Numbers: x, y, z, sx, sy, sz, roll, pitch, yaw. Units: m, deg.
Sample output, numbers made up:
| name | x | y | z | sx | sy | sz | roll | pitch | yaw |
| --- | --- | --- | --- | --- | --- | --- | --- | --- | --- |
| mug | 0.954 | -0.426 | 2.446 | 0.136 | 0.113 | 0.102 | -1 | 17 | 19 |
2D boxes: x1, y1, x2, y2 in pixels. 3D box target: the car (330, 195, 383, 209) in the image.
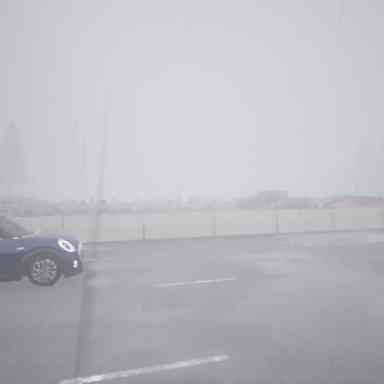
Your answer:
| name | x | y | z | sx | sy | sz | roll | pitch | yaw |
| --- | --- | --- | --- | --- | --- | --- | --- | --- | --- |
| car | 12.162 | 1.085 | 24.447 | 4.553 | 1.767 | 2.097 | 0 | 0 | -17 |

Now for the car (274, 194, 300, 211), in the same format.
| name | x | y | z | sx | sy | sz | roll | pitch | yaw |
| --- | --- | --- | --- | --- | --- | --- | --- | --- | --- |
| car | 9.629 | 1.166 | 30.996 | 4.902 | 1.511 | 2.128 | 0 | 0 | -17 |

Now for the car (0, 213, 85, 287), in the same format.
| name | x | y | z | sx | sy | sz | roll | pitch | yaw |
| --- | --- | --- | --- | --- | --- | --- | --- | --- | --- |
| car | -5.017 | 1.301 | 8.159 | 4.553 | 1.767 | 2.097 | -1 | 1 | -17 |
